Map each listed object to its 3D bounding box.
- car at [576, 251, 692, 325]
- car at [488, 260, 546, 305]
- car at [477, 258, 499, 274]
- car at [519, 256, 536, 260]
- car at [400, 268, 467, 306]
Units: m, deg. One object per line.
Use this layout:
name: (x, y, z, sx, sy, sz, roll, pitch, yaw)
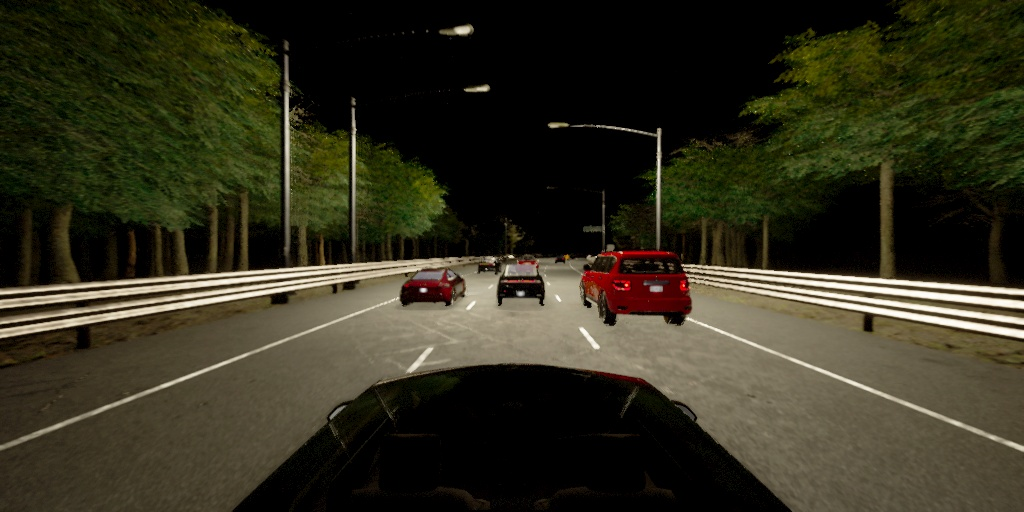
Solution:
car: (3.651, 0.877, 11.545, 2.150, 2.045, 5.566, 0, 1, 2)
car: (0.393, 1.107, 15.208, 2.128, 1.511, 4.902, 0, 1, 2)
car: (-2.028, 0.916, 33.758, 2.128, 1.511, 4.902, 0, 1, 5)
car: (1.514, 0.777, 34.047, 2.097, 1.767, 4.553, 0, 1, 5)
car: (-3.117, 1.178, 14.896, 1.994, 1.385, 4.181, 0, 1, 2)
